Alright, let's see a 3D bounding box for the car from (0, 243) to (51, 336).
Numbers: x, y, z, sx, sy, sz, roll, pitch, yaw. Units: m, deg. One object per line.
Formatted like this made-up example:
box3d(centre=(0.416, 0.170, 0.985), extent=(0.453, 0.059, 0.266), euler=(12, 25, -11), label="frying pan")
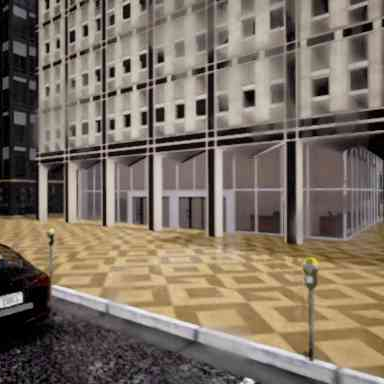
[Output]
box3d(centre=(-4.248, 1.562, 5.918), extent=(4.313, 1.339, 1.947), euler=(0, 0, 36), label="car")
